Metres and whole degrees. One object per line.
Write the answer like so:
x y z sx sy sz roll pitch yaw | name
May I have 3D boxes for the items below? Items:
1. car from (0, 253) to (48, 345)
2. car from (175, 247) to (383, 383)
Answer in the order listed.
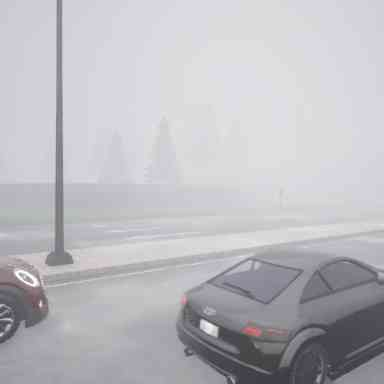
-4.582 1.351 4.790 4.553 1.767 2.097 0 0 -35 | car
1.826 1.563 5.053 4.181 1.385 1.994 0 0 -35 | car
